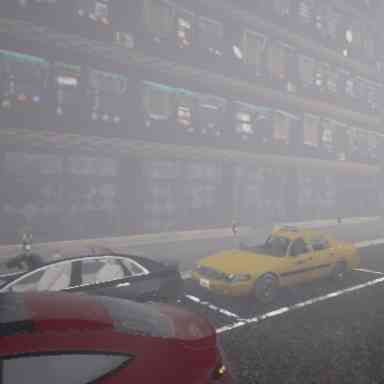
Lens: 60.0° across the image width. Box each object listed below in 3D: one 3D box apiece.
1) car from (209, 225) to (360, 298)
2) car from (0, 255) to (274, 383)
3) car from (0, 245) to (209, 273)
[{"bbox_3d":[2.225,1.533,8.147,4.829,1.417,1.752,0,0,-36],"label":"car"},{"bbox_3d":[-1.780,1.525,2.104,4.674,1.442,1.812,0,0,-35],"label":"car"},{"bbox_3d":[-2.145,1.552,5.028,4.403,1.369,2.008,0,0,-36],"label":"car"}]
